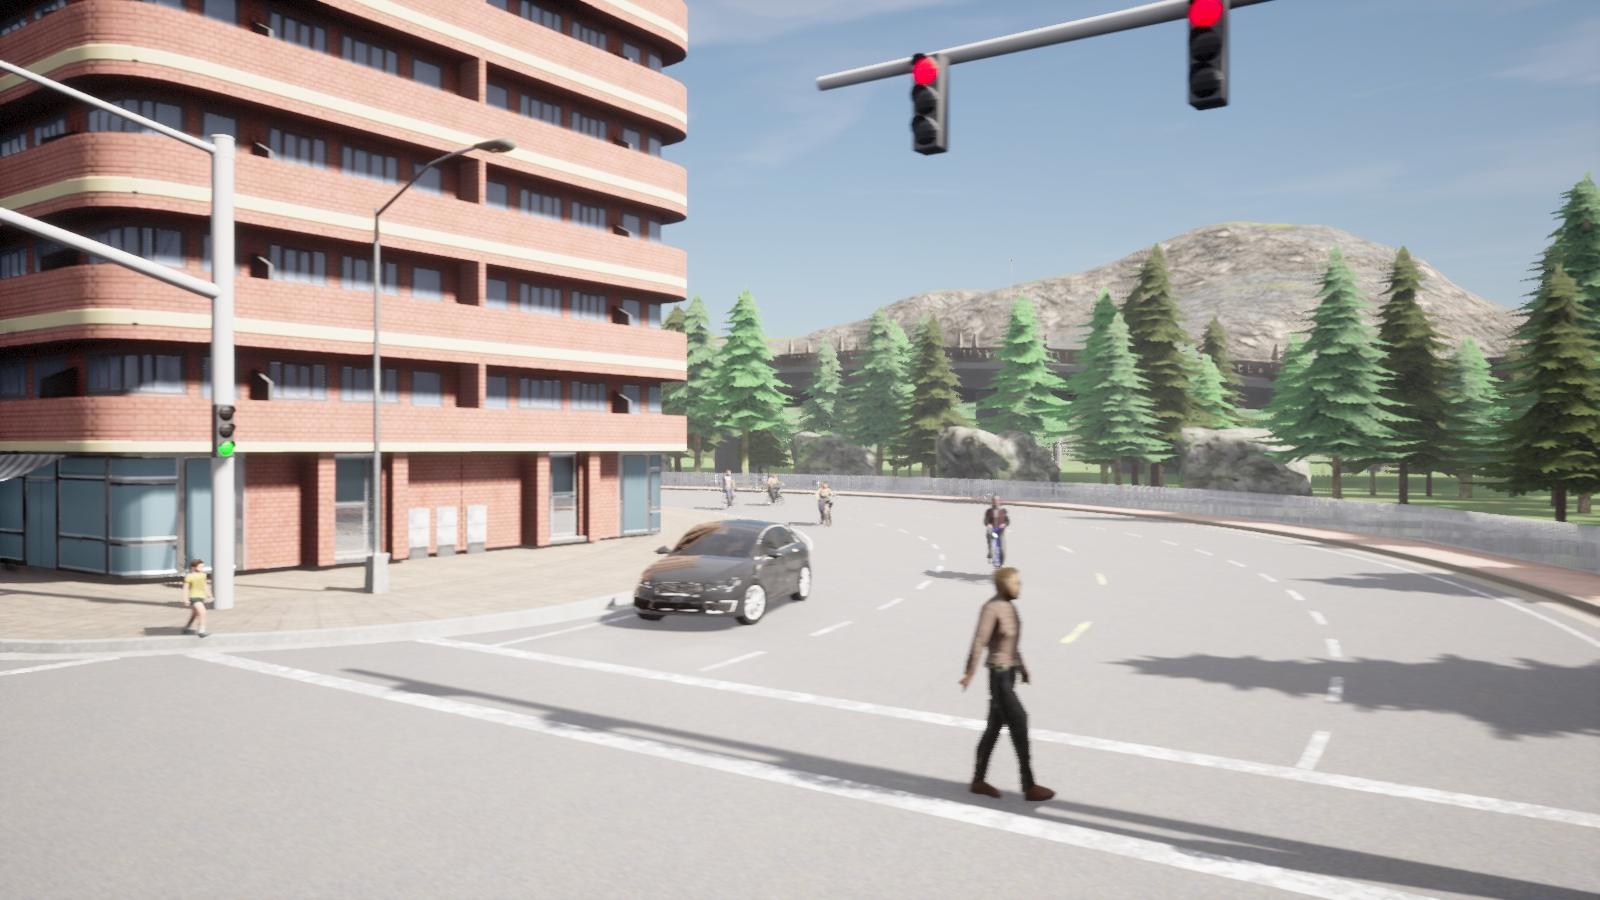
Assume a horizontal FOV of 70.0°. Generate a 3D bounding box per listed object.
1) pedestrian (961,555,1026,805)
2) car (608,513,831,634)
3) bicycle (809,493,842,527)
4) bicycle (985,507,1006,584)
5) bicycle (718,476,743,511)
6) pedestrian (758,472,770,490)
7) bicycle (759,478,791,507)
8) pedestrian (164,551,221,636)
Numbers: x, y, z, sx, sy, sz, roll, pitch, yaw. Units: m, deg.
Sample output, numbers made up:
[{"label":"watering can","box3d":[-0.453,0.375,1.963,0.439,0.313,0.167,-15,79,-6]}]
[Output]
[{"label":"pedestrian","box3d":[1.525,1.783,8.986,0.375,1.860,0.375,0,0,35]},{"label":"car","box3d":[-1.174,1.966,19.458,2.231,1.480,4.892,0,0,16]},{"label":"bicycle","box3d":[0.886,2.102,40.141,0.859,1.126,1.487,0,0,-13]},{"label":"bicycle","box3d":[4.093,1.963,23.907,0.329,1.471,1.835,-1,0,12]},{"label":"bicycle","box3d":[-3.078,1.902,50.371,0.373,1.496,1.643,-1,1,-30]},{"label":"pedestrian","box3d":[-2.224,1.887,70.530,0.500,1.100,0.500,0,0,41]},{"label":"bicycle","box3d":[-1.174,2.000,53.886,0.859,1.276,1.487,0,0,-34]},{"label":"pedestrian","box3d":[-8.423,1.979,15.849,0.500,1.100,0.500,0,0,15]}]
